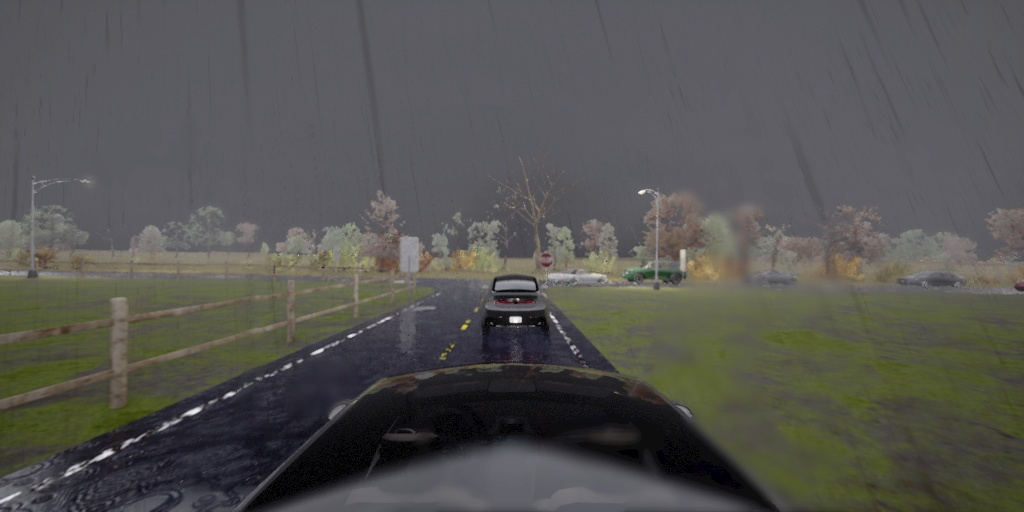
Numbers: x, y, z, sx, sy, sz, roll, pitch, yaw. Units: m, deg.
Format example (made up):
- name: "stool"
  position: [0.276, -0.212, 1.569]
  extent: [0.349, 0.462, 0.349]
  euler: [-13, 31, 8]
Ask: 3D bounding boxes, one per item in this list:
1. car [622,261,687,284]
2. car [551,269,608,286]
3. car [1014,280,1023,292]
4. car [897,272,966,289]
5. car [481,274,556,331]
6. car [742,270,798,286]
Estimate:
- name: "car"
  position: [12.848, 1.438, 32.404]
  extent: [5.566, 2.045, 2.150]
  euler: [1, 0, -1]
- name: "car"
  position: [5.387, 1.689, 28.727]
  extent: [4.718, 1.301, 1.895]
  euler: [2, 0, -30]
- name: "car"
  position: [44.498, 2.358, 29.484]
  extent: [4.181, 1.385, 1.994]
  euler: [1, 0, 1]
- name: "car"
  position: [37.813, 2.159, 32.374]
  extent: [4.892, 1.490, 1.837]
  euler: [1, 0, 0]
- name: "car"
  position: [0.094, 1.328, 11.271]
  extent: [1.837, 1.490, 4.892]
  euler: [0, 0, 0]
- name: "car"
  position: [23.256, 1.966, 32.417]
  extent: [4.181, 1.385, 1.994]
  euler: [1, 0, 0]
